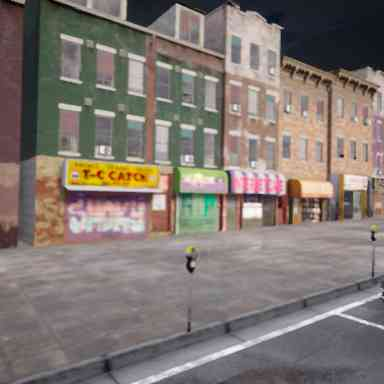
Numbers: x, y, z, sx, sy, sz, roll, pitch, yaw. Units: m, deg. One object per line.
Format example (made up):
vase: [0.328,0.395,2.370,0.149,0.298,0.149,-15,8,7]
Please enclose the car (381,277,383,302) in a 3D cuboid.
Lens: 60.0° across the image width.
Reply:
car: [5.523,1.554,6.723,4.403,1.369,2.008,0,1,-35]
